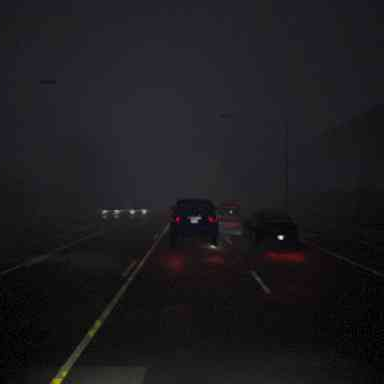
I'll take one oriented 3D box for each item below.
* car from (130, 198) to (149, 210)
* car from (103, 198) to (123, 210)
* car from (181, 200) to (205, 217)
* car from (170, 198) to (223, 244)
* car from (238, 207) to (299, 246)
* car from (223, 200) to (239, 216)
[{"bbox_3d":[-7.095,1.598,45.190,1.812,1.442,4.674,0,0,0],"label":"car"},{"bbox_3d":[-10.594,1.580,45.011,1.837,1.490,4.892,0,-1,0],"label":"car"},{"bbox_3d":[0.095,1.566,33.043,2.128,1.511,4.902,0,0,0],"label":"car"},{"bbox_3d":[0.097,1.298,16.478,2.150,2.045,5.566,0,0,0],"label":"car"},{"bbox_3d":[3.596,1.581,15.869,1.837,1.490,4.892,0,0,0],"label":"car"},{"bbox_3d":[3.596,1.579,33.104,1.837,1.490,4.892,0,0,0],"label":"car"}]
